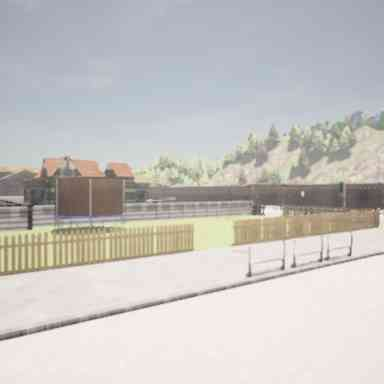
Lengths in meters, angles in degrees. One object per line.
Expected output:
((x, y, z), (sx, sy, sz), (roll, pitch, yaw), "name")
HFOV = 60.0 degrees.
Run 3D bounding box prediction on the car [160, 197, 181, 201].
((-3.417, 1.521, 53.605), (2.033, 1.411, 5.357), (0, 0, -35), "car")
